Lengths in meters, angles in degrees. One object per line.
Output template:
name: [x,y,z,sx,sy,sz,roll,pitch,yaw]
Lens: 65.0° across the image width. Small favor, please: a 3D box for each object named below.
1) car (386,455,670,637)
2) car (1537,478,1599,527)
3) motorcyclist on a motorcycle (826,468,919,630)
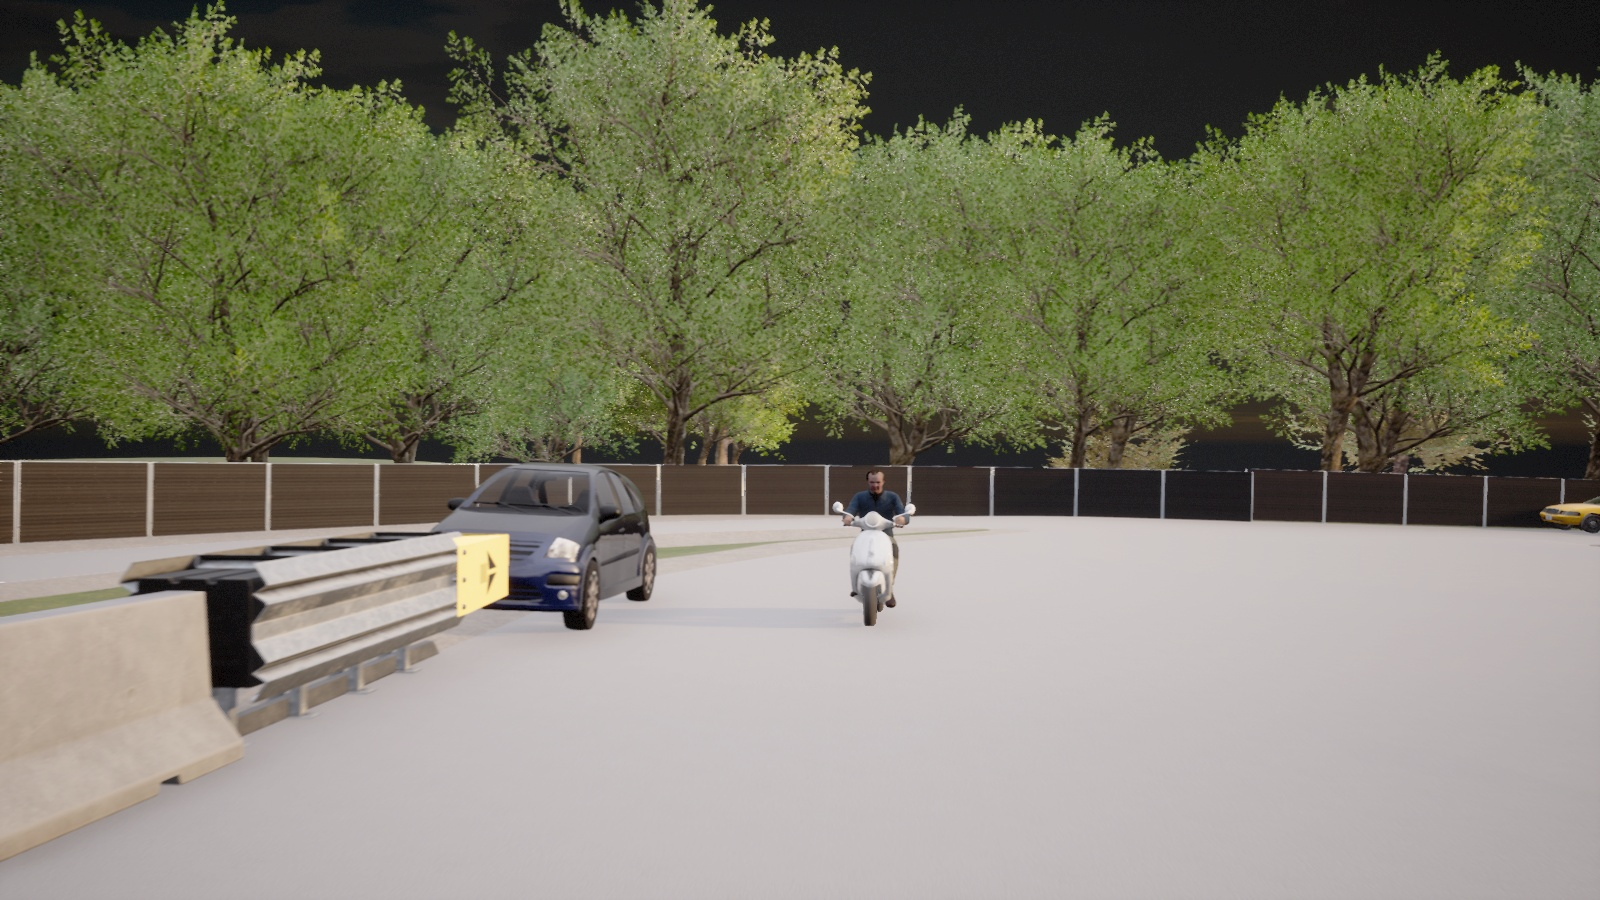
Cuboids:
car: [-2.747,0.927,13.682,1.851,1.617,3.988,2,-1,5]
car: [30.124,1.982,45.811,5.366,1.575,1.801,2,2,-2]
motorcyclist on a motorcycle: [0.803,0.993,13.327,0.866,1.590,1.817,0,-1,7]
